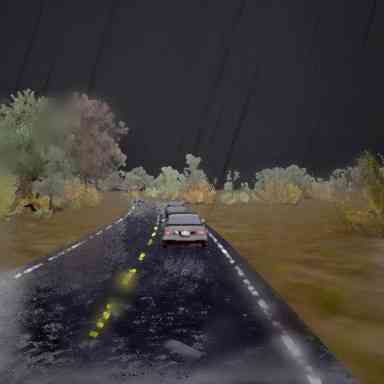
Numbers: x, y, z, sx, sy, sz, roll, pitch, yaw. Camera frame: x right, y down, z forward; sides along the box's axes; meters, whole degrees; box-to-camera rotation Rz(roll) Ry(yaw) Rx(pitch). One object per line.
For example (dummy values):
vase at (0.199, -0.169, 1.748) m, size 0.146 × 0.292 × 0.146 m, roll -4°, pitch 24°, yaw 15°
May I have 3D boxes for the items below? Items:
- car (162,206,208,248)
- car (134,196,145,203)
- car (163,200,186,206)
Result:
car at (-0.375, 1.561, 14.743) m, size 2.033 × 1.411 × 5.357 m, roll 0°, pitch 0°, yaw -3°
car at (-10.798, 1.594, 67.734) m, size 1.994 × 1.385 × 4.181 m, roll 0°, pitch 0°, yaw -13°
car at (-1.496, 1.492, 29.774) m, size 2.128 × 1.511 × 4.902 m, roll 0°, pitch 0°, yaw -6°
